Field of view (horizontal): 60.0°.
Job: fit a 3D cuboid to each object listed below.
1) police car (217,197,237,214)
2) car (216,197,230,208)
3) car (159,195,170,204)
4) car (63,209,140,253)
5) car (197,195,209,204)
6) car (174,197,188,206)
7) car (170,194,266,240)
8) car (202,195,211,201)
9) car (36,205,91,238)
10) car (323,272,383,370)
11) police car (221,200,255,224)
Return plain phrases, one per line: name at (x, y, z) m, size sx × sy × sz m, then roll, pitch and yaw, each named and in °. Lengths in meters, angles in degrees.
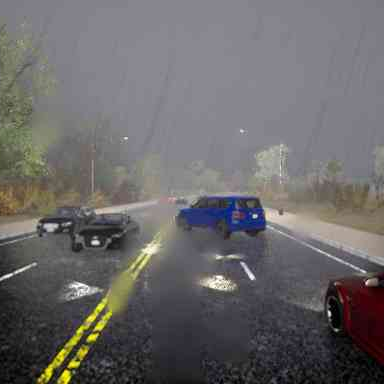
police car at (3.822, 1.398, 36.852) m, size 1.930 × 1.638 × 5.238 m, roll 0°, pitch 0°, yaw 2°
car at (4.356, 1.452, 47.655) m, size 1.837 × 1.490 × 4.892 m, roll 0°, pitch 0°, yaw 3°
car at (-4.622, 1.280, 60.421) m, size 2.097 × 1.767 × 4.553 m, roll 0°, pitch 0°, yaw 5°
car at (-3.338, 1.565, 13.537) m, size 1.994 × 1.385 × 4.181 m, roll 0°, pitch 0°, yaw 1°
car at (2.088, 1.416, 62.216) m, size 1.837 × 1.490 × 4.892 m, roll 0°, pitch 0°, yaw 6°
car at (-1.756, 1.538, 55.195) m, size 1.895 × 1.301 × 4.718 m, roll 0°, pitch 0°, yaw 4°
car at (1.355, 1.218, 17.447) m, size 2.150 × 2.045 × 5.566 m, roll 0°, pitch 0°, yaw -35°
car at (3.386, 1.355, 77.084) m, size 1.837 × 1.490 × 4.892 m, roll 0°, pitch 0°, yaw 6°
car at (-6.540, 1.493, 17.892) m, size 2.128 × 1.511 × 4.902 m, roll 0°, pitch 0°, yaw 1°
car at (3.217, 1.564, 3.972) m, size 1.994 × 1.385 × 4.181 m, roll 0°, pitch 0°, yaw 0°
police car at (3.448, 1.495, 25.823) m, size 2.038 × 1.542 × 4.974 m, roll 0°, pitch 0°, yaw 1°
